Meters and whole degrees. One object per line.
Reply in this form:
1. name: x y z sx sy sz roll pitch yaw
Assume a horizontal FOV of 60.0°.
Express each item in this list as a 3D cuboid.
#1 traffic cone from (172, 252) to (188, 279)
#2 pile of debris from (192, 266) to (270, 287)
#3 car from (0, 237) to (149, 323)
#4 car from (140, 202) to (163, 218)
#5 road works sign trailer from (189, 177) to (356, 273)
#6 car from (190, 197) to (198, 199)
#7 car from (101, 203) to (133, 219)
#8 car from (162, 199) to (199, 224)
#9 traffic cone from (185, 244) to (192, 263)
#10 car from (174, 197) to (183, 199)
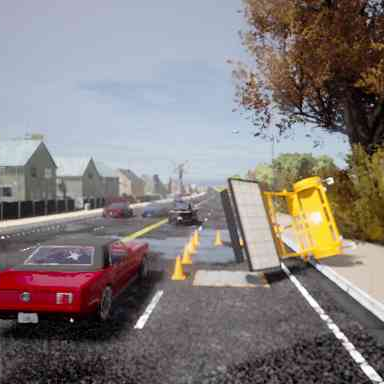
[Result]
1. traffic cone: -0.352 1.989 8.876 0.340 0.580 0.340 0 0 5
2. pile of debris: 1.003 2.195 8.763 1.860 0.140 1.500 0 0 5
3. car: -2.279 1.634 7.273 1.895 1.301 4.718 0 0 5
4. car: -3.478 1.663 31.824 2.033 1.411 5.357 0 0 5
5. road works sign trailer: 2.213 0.956 9.449 3.560 2.380 2.880 5 -24 -44
6. car: 0.396 1.699 72.717 2.033 1.411 5.357 0 0 5
7. car: -6.839 1.686 30.774 1.994 1.385 4.181 0 0 5
8. car: -0.612 1.581 25.323 2.128 1.511 4.902 0 0 5
9. traffic cone: -0.169 1.996 10.867 0.340 0.580 0.340 0 0 5
10. car: -2.955 1.715 71.771 2.033 1.411 5.357 0 0 5
